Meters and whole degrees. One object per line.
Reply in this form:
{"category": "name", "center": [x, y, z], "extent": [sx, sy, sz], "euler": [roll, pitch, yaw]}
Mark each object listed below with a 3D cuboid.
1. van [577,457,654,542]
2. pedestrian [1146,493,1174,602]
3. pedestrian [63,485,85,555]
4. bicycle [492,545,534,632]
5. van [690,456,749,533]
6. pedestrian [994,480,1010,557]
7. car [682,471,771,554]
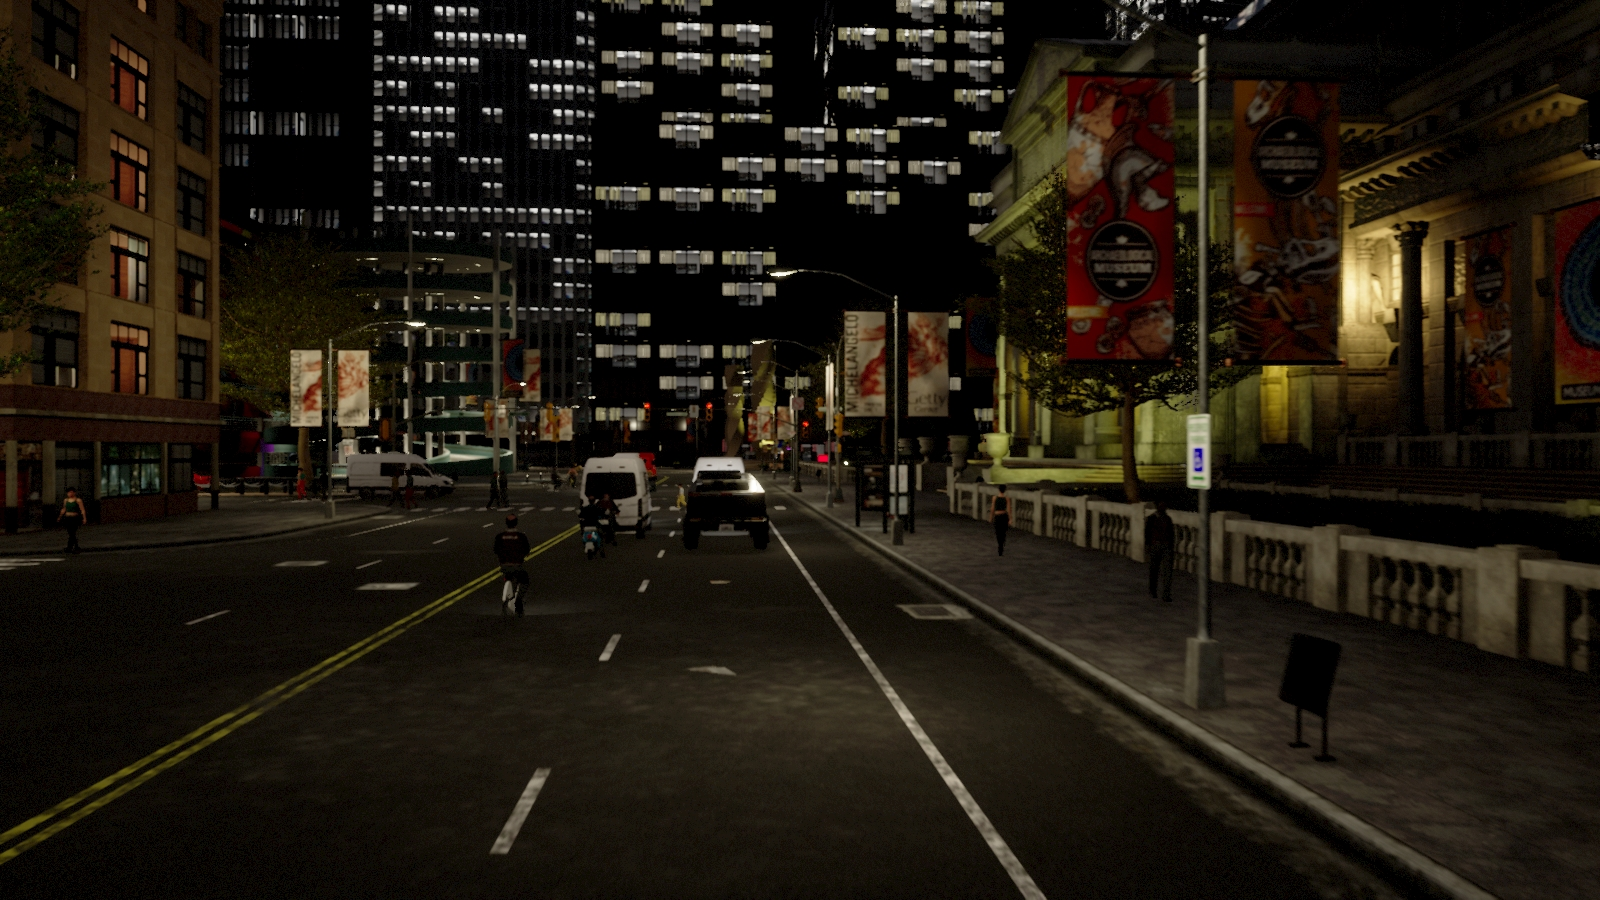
{"category": "van", "center": [-6.004, 1.528, 37.771], "extent": [1.988, 2.561, 5.915], "euler": [0, 0, -4]}
{"category": "pedestrian", "center": [6.253, 1.685, 19.862], "extent": [0.375, 1.860, 0.375], "euler": [0, 0, 1]}
{"category": "pedestrian", "center": [-19.317, 1.855, 30.407], "extent": [0.375, 1.860, 0.375], "euler": [0, 0, -4]}
{"category": "bicycle", "center": [-4.639, 2.208, 18.534], "extent": [0.329, 1.171, 1.835], "euler": [0, 1, -4]}
{"category": "van", "center": [-2.859, 1.525, 41.549], "extent": [1.988, 2.561, 5.915], "euler": [0, 0, -2]}
{"category": "pedestrian", "center": [4.984, 1.686, 28.244], "extent": [0.375, 1.860, 0.375], "euler": [0, 0, 7]}
{"category": "car", "center": [-2.214, 1.746, 34.016], "extent": [2.390, 2.098, 6.274], "euler": [0, 0, -4]}
